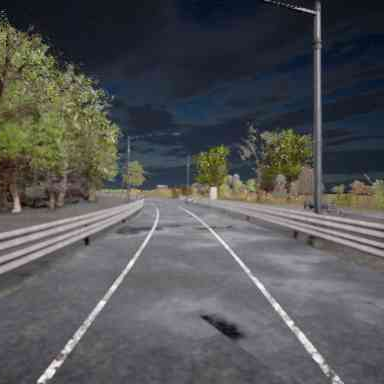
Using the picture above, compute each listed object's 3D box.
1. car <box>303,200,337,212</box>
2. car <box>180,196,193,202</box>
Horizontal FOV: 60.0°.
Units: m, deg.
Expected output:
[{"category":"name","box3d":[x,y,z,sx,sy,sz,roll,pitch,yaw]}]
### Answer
[{"category":"car","box3d":[17.228,1.806,44.962,2.128,1.511,4.902,0,0,-25]},{"category":"car","box3d":[-1.458,1.639,84.160,1.882,1.535,5.008,0,0,-25]}]
